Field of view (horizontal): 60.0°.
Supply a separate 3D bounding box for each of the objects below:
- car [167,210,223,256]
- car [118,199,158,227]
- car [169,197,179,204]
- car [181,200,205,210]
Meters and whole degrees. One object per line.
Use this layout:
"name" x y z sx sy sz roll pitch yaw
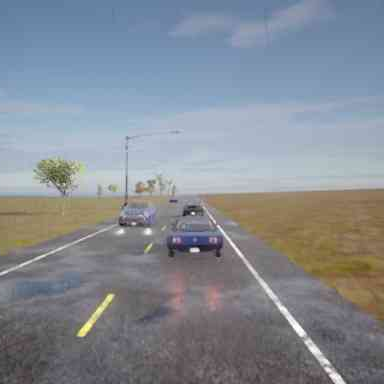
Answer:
"car" 0.098 1.615 13.134 1.895 1.301 4.718 0 0 0
"car" -3.601 1.376 22.792 2.097 1.767 4.553 0 0 0
"car" -3.518 1.663 64.955 1.895 1.301 4.718 0 0 0
"car" 0.097 1.536 30.348 1.837 1.490 4.892 0 0 0
